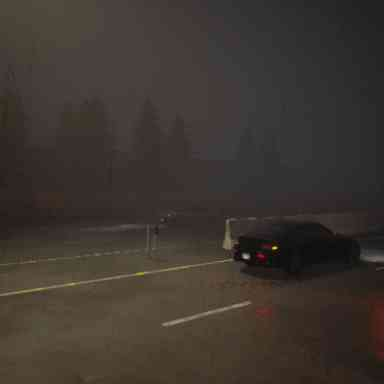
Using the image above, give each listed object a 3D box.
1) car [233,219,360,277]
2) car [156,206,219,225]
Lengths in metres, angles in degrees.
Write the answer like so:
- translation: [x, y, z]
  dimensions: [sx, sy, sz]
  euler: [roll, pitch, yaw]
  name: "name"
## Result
- translation: [3.358, 1.587, 10.431]
  dimensions: [4.674, 1.442, 1.812]
  euler: [0, 0, -35]
  name: "car"
- translation: [-0.327, 1.718, 25.206]
  dimensions: [4.718, 1.301, 1.895]
  euler: [0, 0, -35]
  name: "car"
